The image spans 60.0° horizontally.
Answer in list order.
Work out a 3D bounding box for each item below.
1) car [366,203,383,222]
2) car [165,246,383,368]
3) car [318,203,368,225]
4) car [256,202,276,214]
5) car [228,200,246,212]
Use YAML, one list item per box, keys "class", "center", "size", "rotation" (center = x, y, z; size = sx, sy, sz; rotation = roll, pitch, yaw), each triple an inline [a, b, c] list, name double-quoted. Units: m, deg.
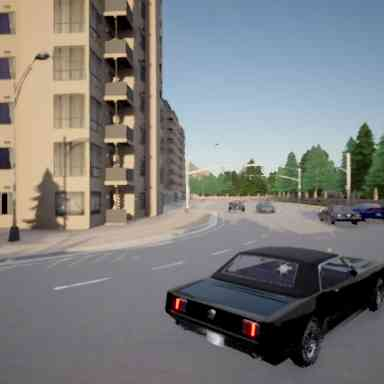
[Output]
- class: "car"
  center: [14.924, 1.649, 28.465]
  size: [1.882, 1.535, 5.008]
  rotation: [0, -1, 7]
- class: "car"
  center: [1.879, 1.646, 5.926]
  size: [4.718, 1.301, 1.895]
  rotation: [0, -1, -45]
- class: "car"
  center: [11.203, 1.714, 25.625]
  size: [2.033, 1.411, 5.357]
  rotation: [0, -1, 7]
- class: "car"
  center: [8.990, 1.891, 40.868]
  size: [2.033, 1.411, 5.357]
  rotation: [0, -1, 5]
- class: "car"
  center: [5.499, 1.693, 41.147]
  size: [1.994, 1.385, 4.181]
  rotation: [0, -1, 5]
